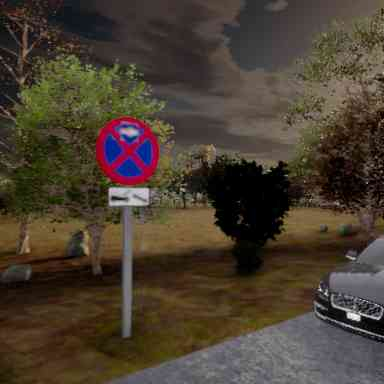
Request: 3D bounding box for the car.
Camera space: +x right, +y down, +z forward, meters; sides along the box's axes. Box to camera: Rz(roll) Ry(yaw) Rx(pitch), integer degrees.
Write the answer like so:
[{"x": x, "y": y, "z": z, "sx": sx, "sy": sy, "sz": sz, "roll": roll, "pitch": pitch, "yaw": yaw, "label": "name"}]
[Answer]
[{"x": 4.259, "y": 1.517, "z": 6.114, "sx": 4.892, "sy": 1.490, "sz": 1.837, "roll": 0, "pitch": 0, "yaw": -36, "label": "car"}]
